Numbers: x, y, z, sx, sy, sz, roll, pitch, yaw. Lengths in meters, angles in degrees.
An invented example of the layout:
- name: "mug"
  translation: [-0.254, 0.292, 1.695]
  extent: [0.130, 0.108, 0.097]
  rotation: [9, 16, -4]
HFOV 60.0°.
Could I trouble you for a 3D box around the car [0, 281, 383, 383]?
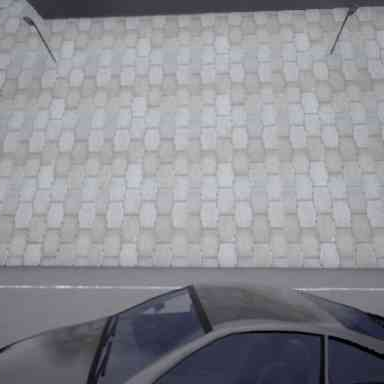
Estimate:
- name: "car"
  translation: [0.161, 1.538, 2.692]
  extent: [4.181, 1.385, 1.994]
  rotation: [0, 1, -7]
